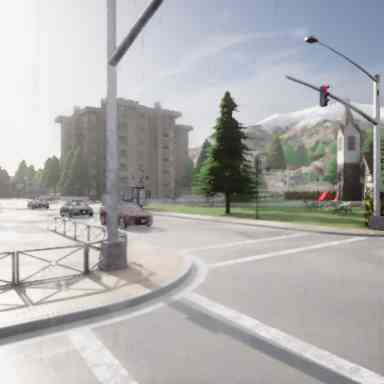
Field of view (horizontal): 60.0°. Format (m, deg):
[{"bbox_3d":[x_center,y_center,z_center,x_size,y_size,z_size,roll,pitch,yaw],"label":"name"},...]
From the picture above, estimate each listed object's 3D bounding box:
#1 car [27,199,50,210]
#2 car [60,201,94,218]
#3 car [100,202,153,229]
[{"bbox_3d":[-19.513,1.540,42.218,1.994,1.385,4.181,0,0,-36],"label":"car"},{"bbox_3d":[-10.218,1.509,29.439,1.994,1.385,4.181,0,0,-37],"label":"car"},{"bbox_3d":[-4.307,1.422,21.413,1.882,1.535,5.008,0,0,-36],"label":"car"}]
